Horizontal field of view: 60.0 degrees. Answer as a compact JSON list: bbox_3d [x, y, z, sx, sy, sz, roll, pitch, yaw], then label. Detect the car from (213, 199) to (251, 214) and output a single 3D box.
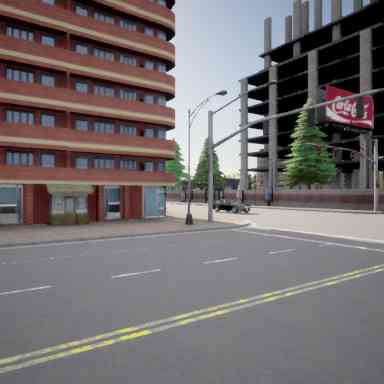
[{"bbox_3d":[4.201,1.491,35.892,2.128,1.511,4.902,0,0,-35],"label":"car"}]
